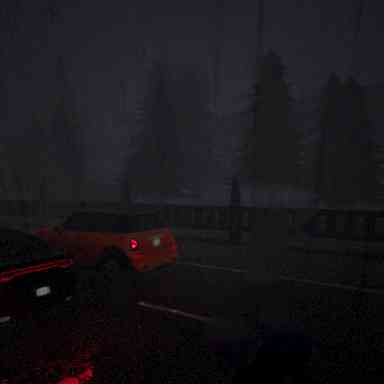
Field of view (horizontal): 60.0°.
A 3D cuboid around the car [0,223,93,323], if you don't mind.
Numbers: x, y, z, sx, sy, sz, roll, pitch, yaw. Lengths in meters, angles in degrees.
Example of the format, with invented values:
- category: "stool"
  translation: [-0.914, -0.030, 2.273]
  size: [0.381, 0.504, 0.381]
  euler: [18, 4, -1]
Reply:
- category: "car"
  translation: [-4.503, 1.420, 6.606]
  size: [5.008, 1.535, 1.882]
  euler: [0, 0, 31]

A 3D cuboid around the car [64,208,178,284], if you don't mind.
- category: "car"
  translation: [-2.719, 1.285, 9.583]
  size: [4.553, 1.767, 2.097]
  euler: [0, 0, 31]
